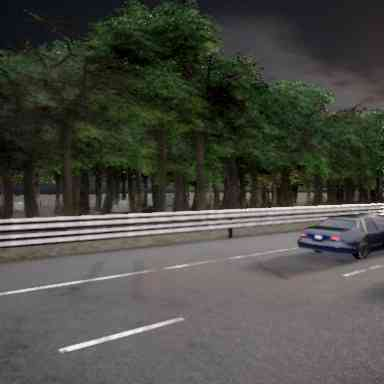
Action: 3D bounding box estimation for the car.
[{"bbox_3d":[6.234,1.545,12.494,5.357,1.411,2.033,0,0,-35],"label":"car"}]
